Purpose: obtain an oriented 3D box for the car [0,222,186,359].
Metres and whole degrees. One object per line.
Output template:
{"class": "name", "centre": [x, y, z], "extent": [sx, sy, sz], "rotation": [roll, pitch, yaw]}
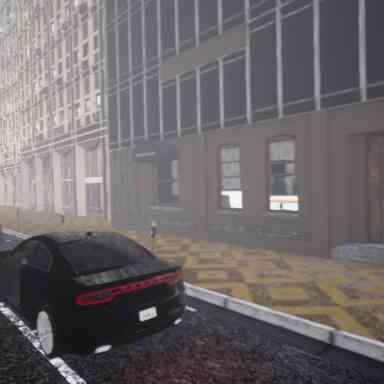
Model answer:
{"class": "car", "centre": [-2.230, 1.421, 6.098], "extent": [1.882, 1.535, 5.008], "rotation": [-2, 1, -42]}
